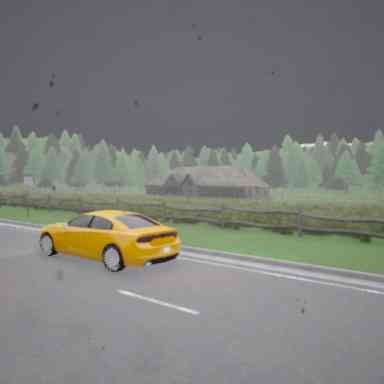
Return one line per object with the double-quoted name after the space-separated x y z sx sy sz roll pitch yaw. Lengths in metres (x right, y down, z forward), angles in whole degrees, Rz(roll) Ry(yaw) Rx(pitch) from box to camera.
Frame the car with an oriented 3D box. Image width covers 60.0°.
-2.662 1.289 10.159 5.008 1.535 1.882 2 1 36 "car"
